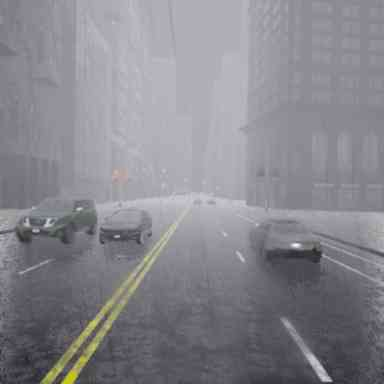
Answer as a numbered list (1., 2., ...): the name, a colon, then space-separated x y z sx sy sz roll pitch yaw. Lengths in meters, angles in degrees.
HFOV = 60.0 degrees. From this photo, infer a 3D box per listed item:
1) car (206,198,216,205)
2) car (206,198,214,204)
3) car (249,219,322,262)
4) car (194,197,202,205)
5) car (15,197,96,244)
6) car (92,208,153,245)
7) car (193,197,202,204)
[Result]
1. car: 4.560 2.337 77.270 1.895 1.301 4.718 1 0 1
2. car: 4.737 2.306 87.306 1.895 1.301 4.718 1 0 1
3. car: 3.444 1.737 12.910 1.994 1.385 4.181 1 -1 1
4. car: 1.312 2.286 77.360 1.895 1.301 4.718 1 0 1
5. car: -6.320 1.269 16.385 2.150 2.045 5.566 1 -1 1
6. car: -3.074 1.576 16.347 1.882 1.535 5.008 1 0 1
7. car: 1.489 2.184 87.333 2.128 1.511 4.902 1 0 1
